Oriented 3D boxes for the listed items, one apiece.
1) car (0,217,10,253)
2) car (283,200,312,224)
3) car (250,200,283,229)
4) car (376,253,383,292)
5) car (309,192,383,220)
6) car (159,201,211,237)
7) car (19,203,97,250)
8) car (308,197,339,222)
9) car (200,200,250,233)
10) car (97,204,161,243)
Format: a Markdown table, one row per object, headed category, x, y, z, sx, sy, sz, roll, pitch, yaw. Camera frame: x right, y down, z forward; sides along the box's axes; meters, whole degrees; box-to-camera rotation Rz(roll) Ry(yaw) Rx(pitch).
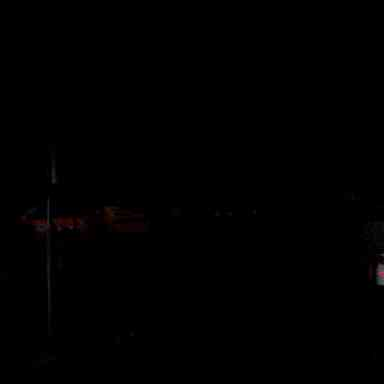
| category | x | y | z | sx | sy | sz | roll | pitch | yaw |
| --- | --- | --- | --- | --- | --- | --- | --- | --- | --- |
| car | -8.306 | 1.448 | 12.776 | 2.097 | 1.535 | 5.008 | 0 | 0 | -35 |
| car | 5.277 | 1.405 | 22.448 | 2.002 | 1.452 | 4.674 | 0 | 0 | -35 |
| car | 3.028 | 1.251 | 20.812 | 2.185 | 1.767 | 4.553 | 0 | 0 | -35 |
| car | 5.815 | 1.474 | 7.280 | 4.674 | 1.442 | 1.812 | 0 | 0 | -35 |
| car | 12.083 | 1.086 | 27.261 | 2.435 | 2.045 | 5.566 | 0 | 0 | -35 |
| car | -1.521 | 1.404 | 17.620 | 2.231 | 1.521 | 4.892 | 0 | 0 | -35 |
| car | -6.064 | 1.307 | 14.417 | 2.185 | 1.767 | 4.553 | 0 | 0 | -35 |
| car | 7.542 | 1.356 | 24.056 | 2.231 | 1.521 | 4.892 | 0 | 0 | -35 |
| car | 0.763 | 1.263 | 19.200 | 2.185 | 1.767 | 4.553 | 0 | 0 | -35 |
| car | -3.777 | 1.417 | 16.001 | 2.097 | 1.535 | 5.008 | 0 | 0 | -35 |
